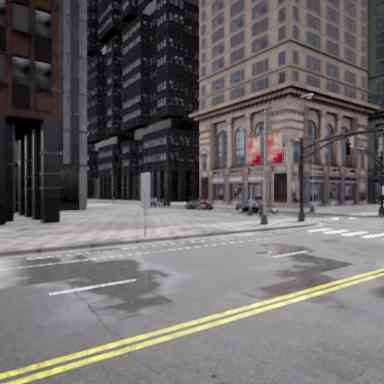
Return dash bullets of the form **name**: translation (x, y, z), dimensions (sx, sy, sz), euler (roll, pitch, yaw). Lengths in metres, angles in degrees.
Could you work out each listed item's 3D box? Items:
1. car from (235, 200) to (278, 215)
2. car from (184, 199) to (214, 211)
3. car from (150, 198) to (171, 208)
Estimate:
- **car**: translation (6.517, 1.553, 33.765), dimensions (2.128, 1.511, 4.902), euler (0, 0, -35)
- **car**: translation (0.857, 1.637, 41.771), dimensions (1.994, 1.385, 4.181), euler (0, 0, -36)
- **car**: translation (-5.200, 1.635, 50.370), dimensions (2.033, 1.411, 5.357), euler (0, 0, -36)
